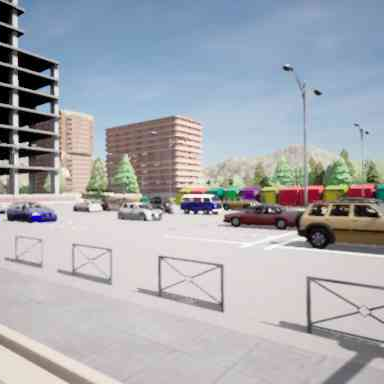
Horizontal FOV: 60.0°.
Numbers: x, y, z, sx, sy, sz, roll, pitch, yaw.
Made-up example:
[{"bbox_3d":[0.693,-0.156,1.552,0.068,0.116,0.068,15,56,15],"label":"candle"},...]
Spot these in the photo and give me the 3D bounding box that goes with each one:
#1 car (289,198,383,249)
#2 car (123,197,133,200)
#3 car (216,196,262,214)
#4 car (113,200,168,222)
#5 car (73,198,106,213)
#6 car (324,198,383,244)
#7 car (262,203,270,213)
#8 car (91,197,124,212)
[{"bbox_3d":[6.308,1.193,12.347,4.605,1.855,1.932,-1,-1,37],"label":"car"},{"bbox_3d":[-9.593,1.574,45.432,4.605,1.855,1.932,-1,-1,37],"label":"car"},{"bbox_3d":[5.789,1.412,40.845,4.605,1.855,1.932,-1,-1,37],"label":"car"},{"bbox_3d":[-4.268,1.635,27.266,3.806,1.475,1.970,-1,-1,37],"label":"car"},{"bbox_3d":[-12.896,1.809,40.936,3.806,1.475,1.970,-1,-1,37],"label":"car"},{"bbox_3d":[8.087,1.199,14.631,3.866,1.878,1.905,-1,-1,37],"label":"car"},{"bbox_3d":[7.579,1.625,43.124,3.905,1.438,1.784,-1,-1,37],"label":"car"},{"bbox_3d":[-11.159,1.781,43.253,3.905,1.438,1.784,-1,-1,37],"label":"car"}]
